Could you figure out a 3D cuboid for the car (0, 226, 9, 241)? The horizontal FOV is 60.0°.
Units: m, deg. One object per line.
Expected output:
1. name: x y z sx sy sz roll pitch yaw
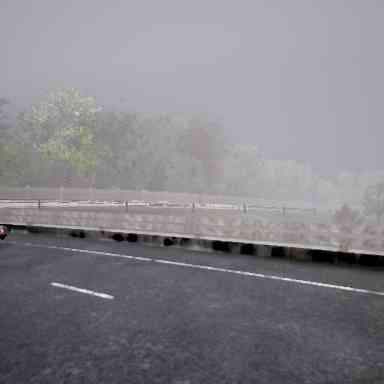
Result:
1. car: -9.942 1.615 13.830 4.718 1.301 1.895 0 0 27
